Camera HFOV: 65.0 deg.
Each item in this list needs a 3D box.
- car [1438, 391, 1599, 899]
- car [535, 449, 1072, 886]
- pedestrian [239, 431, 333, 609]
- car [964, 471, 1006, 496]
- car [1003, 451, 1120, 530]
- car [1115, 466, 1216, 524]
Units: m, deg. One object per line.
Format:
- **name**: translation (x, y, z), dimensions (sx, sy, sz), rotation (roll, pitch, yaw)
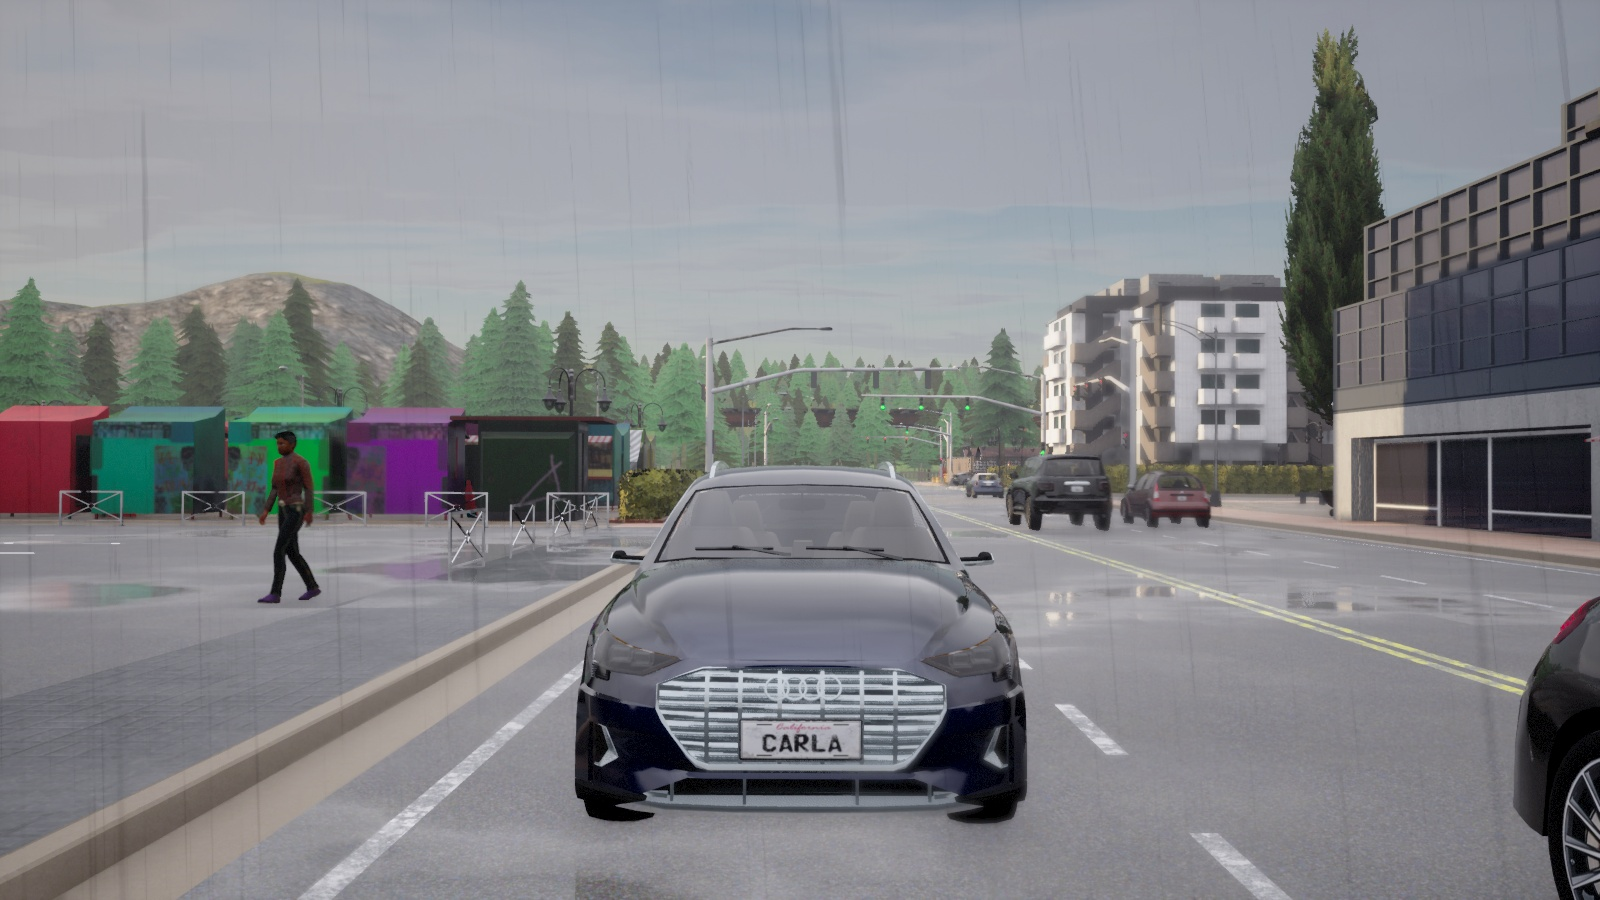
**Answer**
- **car**: translation (3.494, 0.617, 2.241), dimensions (2.152, 1.651, 5.027), rotation (0, -1, 0)
- **car**: translation (0.019, 0.865, 7.197), dimensions (2.033, 1.649, 4.856), rotation (0, -1, 0)
- **pedestrian**: translation (-5.401, 0.716, 13.223), dimensions (0.328, 1.805, 0.869), rotation (-1, -1, 34)
- **car**: translation (11.072, 2.000, 75.458), dimensions (1.970, 1.475, 3.806), rotation (0, -1, 0)
- **car**: translation (7.247, 1.098, 35.421), dimensions (2.150, 2.045, 5.566), rotation (0, -1, 0)
- **car**: translation (10.762, 1.294, 37.258), dimensions (1.851, 1.617, 3.988), rotation (0, -1, 0)
